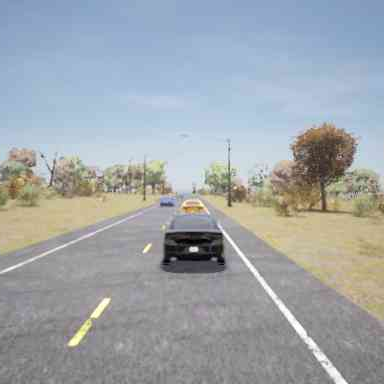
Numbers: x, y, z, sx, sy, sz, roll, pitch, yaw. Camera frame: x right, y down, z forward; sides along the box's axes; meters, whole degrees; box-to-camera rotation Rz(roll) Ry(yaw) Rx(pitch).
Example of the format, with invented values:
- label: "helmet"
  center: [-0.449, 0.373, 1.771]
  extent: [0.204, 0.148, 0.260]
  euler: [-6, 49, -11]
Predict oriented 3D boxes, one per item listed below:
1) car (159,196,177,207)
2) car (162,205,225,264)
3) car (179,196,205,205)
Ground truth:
- label: "car"
  center: [-3.596, 1.365, 48.038]
  extent: [1.882, 1.535, 5.008]
  euler: [0, 0, 0]
- label: "car"
  center: [0.066, 1.447, 11.705]
  extent: [1.882, 1.535, 5.008]
  euler: [0, 0, 0]
- label: "car"
  center: [0.071, 1.406, 28.004]
  extent: [1.882, 1.535, 5.008]
  euler: [0, 0, 0]
